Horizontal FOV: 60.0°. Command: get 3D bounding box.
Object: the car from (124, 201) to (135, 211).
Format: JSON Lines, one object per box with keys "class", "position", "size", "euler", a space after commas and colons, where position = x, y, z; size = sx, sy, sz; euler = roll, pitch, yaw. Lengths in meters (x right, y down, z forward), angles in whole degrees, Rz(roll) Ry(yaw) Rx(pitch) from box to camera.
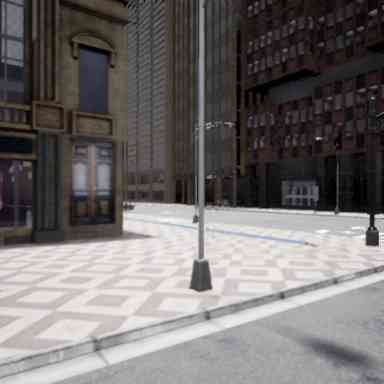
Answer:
{"class": "car", "position": [-9.575, 1.913, 45.470], "size": [1.895, 1.301, 4.718], "euler": [0, 0, -35]}
